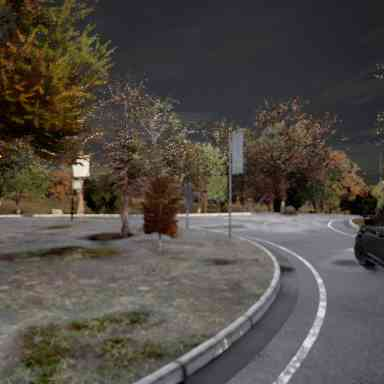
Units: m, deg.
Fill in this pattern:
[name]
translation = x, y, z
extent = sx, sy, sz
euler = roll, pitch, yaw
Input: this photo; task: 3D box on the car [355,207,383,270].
[car]
translation = 5.828, 1.277, 8.308
extent = 2.150, 2.045, 5.566
euler = 0, 0, 14
